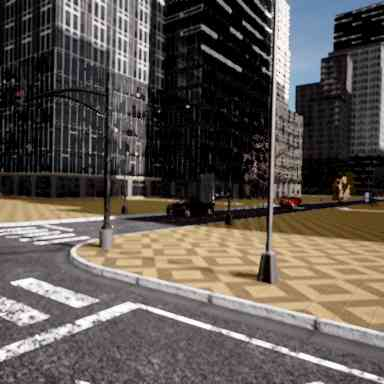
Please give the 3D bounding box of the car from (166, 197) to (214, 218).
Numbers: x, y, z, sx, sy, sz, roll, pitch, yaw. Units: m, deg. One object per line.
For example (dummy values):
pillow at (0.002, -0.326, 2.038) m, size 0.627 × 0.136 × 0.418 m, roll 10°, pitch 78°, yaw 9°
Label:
car at (-0.086, 1.189, 27.403) m, size 1.882 × 1.535 × 5.008 m, roll 2°, pitch 1°, yaw 37°

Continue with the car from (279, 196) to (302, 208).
car at (13.562, 1.304, 45.647) m, size 1.882 × 1.535 × 5.008 m, roll 2°, pitch 1°, yaw 37°
